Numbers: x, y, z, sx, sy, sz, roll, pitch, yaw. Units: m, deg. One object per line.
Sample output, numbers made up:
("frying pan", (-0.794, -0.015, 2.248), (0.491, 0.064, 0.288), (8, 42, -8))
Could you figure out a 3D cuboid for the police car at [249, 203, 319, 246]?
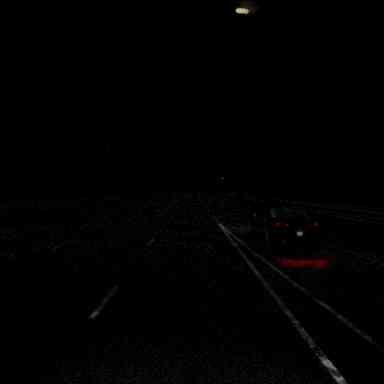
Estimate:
("police car", (3.871, 1.322, 14.882), (1.930, 1.638, 5.238), (0, 0, -3))
